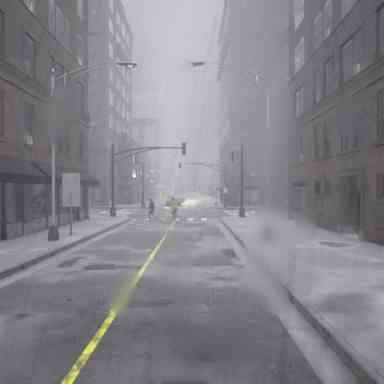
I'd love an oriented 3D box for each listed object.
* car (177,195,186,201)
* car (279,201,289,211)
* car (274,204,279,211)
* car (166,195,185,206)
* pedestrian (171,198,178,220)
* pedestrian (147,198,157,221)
[{"bbox_3d":[-2.347,1.373,77.105,1.812,1.442,4.674,0,0,0],"label":"car"},{"bbox_3d":[12.803,1.582,37.404,4.902,1.511,2.128,0,0,1],"label":"car"},{"bbox_3d":[11.998,1.647,39.993,4.206,1.307,1.802,1,0,1],"label":"car"},{"bbox_3d":[-2.703,1.272,51.035,2.097,1.767,4.553,0,0,2],"label":"car"},{"bbox_3d":[-1.372,1.269,25.910,0.375,1.860,0.375,0,0,0],"label":"pedestrian"},{"bbox_3d":[-3.100,1.270,25.324,0.375,1.860,0.375,0,0,0],"label":"pedestrian"}]
